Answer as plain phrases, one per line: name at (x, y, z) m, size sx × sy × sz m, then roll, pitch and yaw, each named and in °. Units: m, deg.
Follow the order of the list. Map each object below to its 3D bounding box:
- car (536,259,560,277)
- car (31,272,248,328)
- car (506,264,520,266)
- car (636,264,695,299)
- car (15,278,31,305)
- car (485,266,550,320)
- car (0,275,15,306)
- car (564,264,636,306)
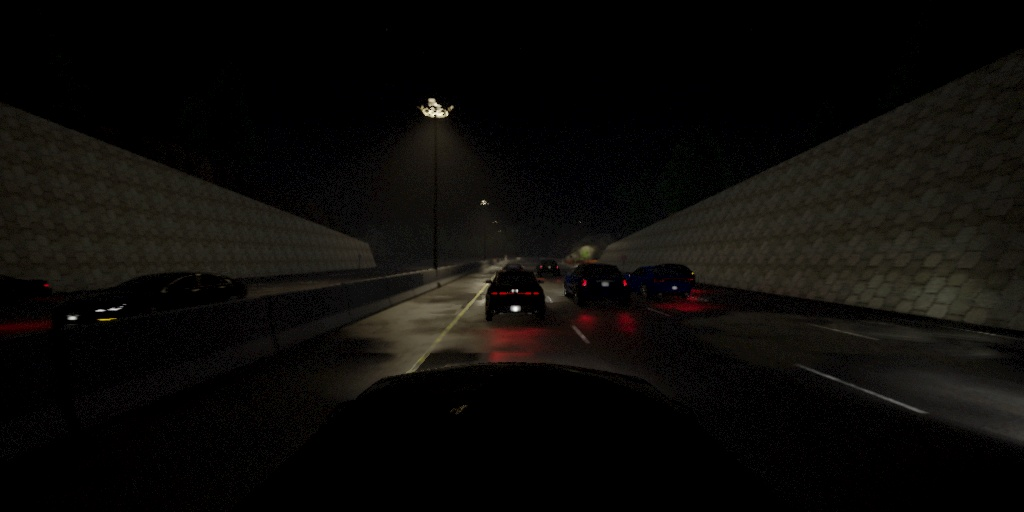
car at (3.604, 1.123, 36.611) m, size 2.097 × 1.767 × 4.553 m, roll 0°, pitch 0°, yaw 0°
car at (-10.546, 1.260, 11.045) m, size 1.837 × 1.490 × 4.892 m, roll 0°, pitch 0°, yaw 1°
car at (0.104, 1.331, 30.903) m, size 1.994 × 1.385 × 4.181 m, roll 0°, pitch 0°, yaw 0°
car at (7.101, 1.239, 18.130) m, size 1.882 × 1.535 × 5.008 m, roll 0°, pitch 0°, yaw 0°
car at (-21.026, 1.301, 13.193) m, size 2.033 × 1.411 × 5.357 m, roll 0°, pitch 0°, yaw 0°
car at (0.101, 1.261, 12.737) m, size 1.837 × 1.490 × 4.892 m, roll 0°, pitch 0°, yaw 0°
car at (-14.072, 1.228, 6.913) m, size 1.882 × 1.535 × 5.008 m, roll 0°, pitch 0°, yaw 0°
car at (3.602, 1.111, 15.968) m, size 2.097 × 1.767 × 4.553 m, roll 0°, pitch 0°, yaw 0°
